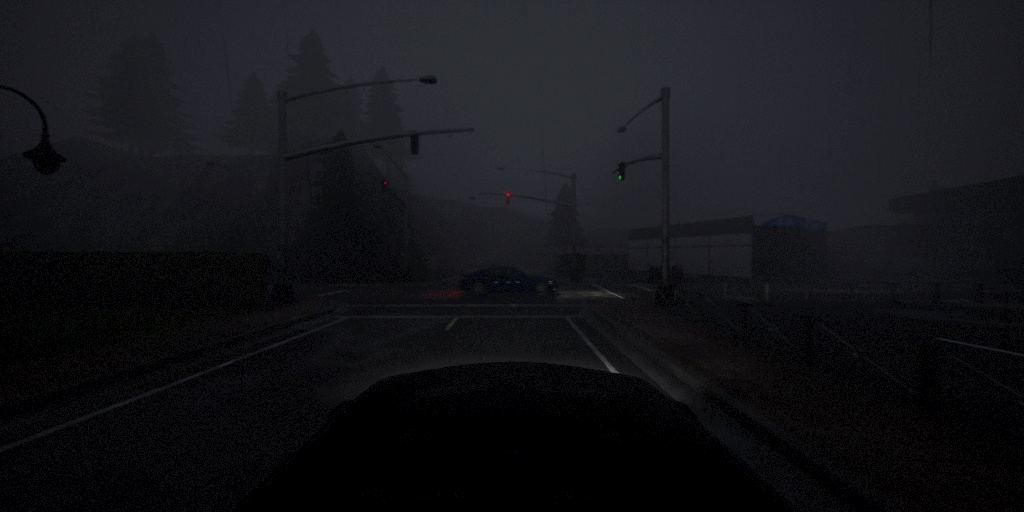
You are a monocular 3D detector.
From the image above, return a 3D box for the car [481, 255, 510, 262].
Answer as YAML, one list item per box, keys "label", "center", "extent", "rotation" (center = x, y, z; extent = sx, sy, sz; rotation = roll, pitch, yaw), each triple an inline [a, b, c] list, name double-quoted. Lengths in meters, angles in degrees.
- label: "car"
  center: [-2.377, 0.817, 52.181]
  extent: [2.150, 2.045, 5.566]
  rotation: [-1, 0, 30]

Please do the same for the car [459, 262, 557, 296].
- label: "car"
  center: [-0.185, 1.228, 18.453]
  extent: [5.008, 1.535, 1.882]
  rotation: [0, 1, 0]
